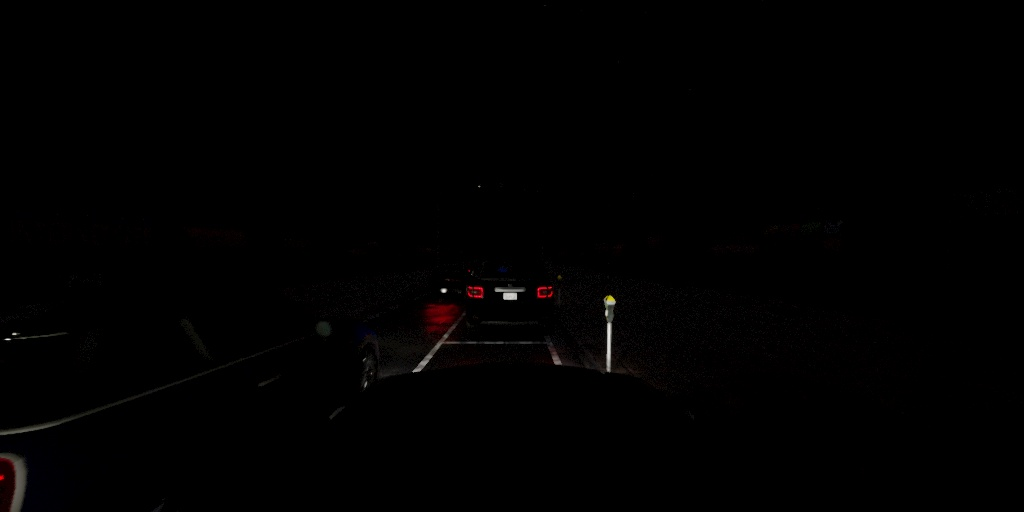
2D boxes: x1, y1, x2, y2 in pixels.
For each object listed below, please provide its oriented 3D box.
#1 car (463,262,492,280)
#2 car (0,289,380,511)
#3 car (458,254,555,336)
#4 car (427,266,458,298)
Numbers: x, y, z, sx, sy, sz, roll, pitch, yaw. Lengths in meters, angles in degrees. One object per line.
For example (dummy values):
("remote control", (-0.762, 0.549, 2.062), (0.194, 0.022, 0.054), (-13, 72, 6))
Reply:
("car", (-3.012, 1.287, 32.332), (2.033, 1.411, 5.357), (0, 0, 0))
("car", (-3.021, 1.100, 3.536), (2.097, 1.767, 4.553), (0, 0, 0))
("car", (-0.039, 0.975, 10.532), (2.150, 2.045, 5.566), (0, 0, 0))
("car", (-3.002, 1.251, 18.316), (1.837, 1.490, 4.892), (0, 1, 0))
